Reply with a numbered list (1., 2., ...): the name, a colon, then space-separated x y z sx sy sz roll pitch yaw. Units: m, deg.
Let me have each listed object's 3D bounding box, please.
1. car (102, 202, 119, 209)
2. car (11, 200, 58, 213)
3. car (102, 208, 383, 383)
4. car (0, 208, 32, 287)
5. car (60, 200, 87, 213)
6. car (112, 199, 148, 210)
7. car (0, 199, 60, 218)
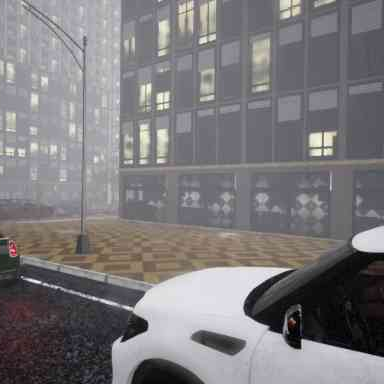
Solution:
1. car: -8.356 1.830 39.400 1.752 1.417 4.829 1 0 36
2. car: -18.652 1.642 39.547 1.752 1.417 4.829 1 0 36
3. car: 1.900 1.222 2.327 5.566 2.045 2.150 0 0 36
4. car: -6.177 1.348 8.062 4.553 1.767 2.097 0 0 35
5. car: -15.070 1.687 40.029 1.837 1.490 4.892 1 0 37
6. car: -8.938 1.763 48.354 2.128 1.511 4.902 1 0 36
7. car: -15.139 1.519 30.178 2.192 1.841 5.009 1 0 36
